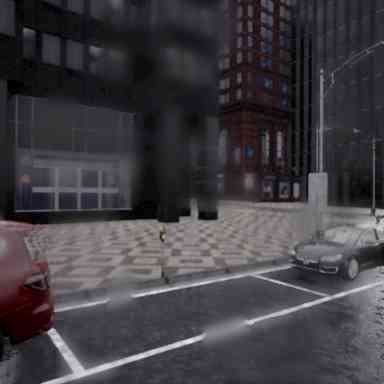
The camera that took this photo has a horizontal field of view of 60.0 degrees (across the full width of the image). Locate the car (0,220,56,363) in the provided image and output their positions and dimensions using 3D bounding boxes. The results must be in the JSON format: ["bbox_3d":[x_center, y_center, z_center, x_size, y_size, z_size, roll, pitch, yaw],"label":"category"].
[{"bbox_3d":[-4.172,1.302,3.671,5.009,1.841,2.192,1,0,-35],"label":"car"}]

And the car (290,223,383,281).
[{"bbox_3d":[4.802,1.643,10.071,4.403,1.369,2.008,1,0,-35],"label":"car"}]
